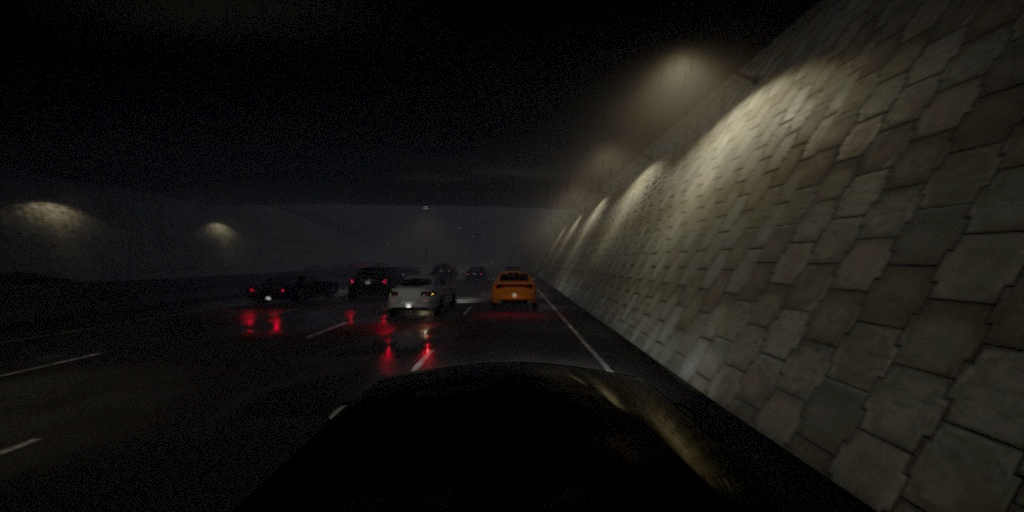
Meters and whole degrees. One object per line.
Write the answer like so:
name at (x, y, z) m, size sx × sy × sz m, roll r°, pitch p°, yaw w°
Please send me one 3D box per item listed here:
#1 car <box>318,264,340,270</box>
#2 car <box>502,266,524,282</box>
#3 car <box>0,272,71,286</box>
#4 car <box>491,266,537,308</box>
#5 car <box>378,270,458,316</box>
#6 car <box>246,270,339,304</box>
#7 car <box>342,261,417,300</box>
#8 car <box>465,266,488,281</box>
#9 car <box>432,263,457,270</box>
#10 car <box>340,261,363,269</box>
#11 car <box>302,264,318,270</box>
car at (-28.045, 1.967, 57.079) m, size 2.128 × 1.511 × 4.902 m, roll 0°, pitch -1°, yaw 0°
car at (0.084, 1.713, 35.151) m, size 2.033 × 1.411 × 5.357 m, roll 0°, pitch -1°, yaw 0°
car at (-21.103, 1.400, 14.408) m, size 2.128 × 1.511 × 4.902 m, roll 0°, pitch -1°, yaw 0°
car at (0.096, 1.411, 16.496) m, size 1.882 × 1.535 × 5.008 m, roll 0°, pitch -1°, yaw 0°
car at (-3.416, 1.430, 14.145) m, size 1.812 × 1.442 × 4.674 m, roll 0°, pitch -1°, yaw 0°
car at (-10.404, 1.548, 17.544) m, size 1.895 × 1.301 × 4.718 m, roll 0°, pitch -1°, yaw 0°
car at (-6.904, 1.320, 19.283) m, size 2.097 × 1.767 × 4.553 m, roll 0°, pitch -1°, yaw 0°
car at (-3.416, 1.713, 35.164) m, size 2.033 × 1.411 × 5.357 m, roll 0°, pitch -1°, yaw 0°
car at (-6.918, 1.541, 37.037) m, size 2.097 × 1.767 × 4.553 m, roll 0°, pitch -1°, yaw 0°
car at (-24.545, 1.765, 57.056) m, size 2.150 × 2.045 × 5.566 m, roll 0°, pitch -1°, yaw 0°
car at (-31.545, 2.024, 57.074) m, size 1.994 × 1.385 × 4.181 m, roll 0°, pitch -1°, yaw 0°
